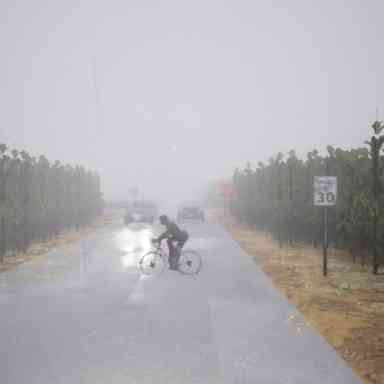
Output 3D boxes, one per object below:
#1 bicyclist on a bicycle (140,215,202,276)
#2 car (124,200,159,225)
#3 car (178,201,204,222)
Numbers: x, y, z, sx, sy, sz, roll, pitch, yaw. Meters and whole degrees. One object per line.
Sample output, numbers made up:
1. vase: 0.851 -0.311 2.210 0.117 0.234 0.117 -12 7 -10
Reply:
1. bicyclist on a bicycle: -0.568 1.430 8.776 1.656 1.620 0.582 -2 0 0
2. car: -3.302 1.339 22.416 2.128 1.511 4.902 0 0 0
3. car: -0.074 1.358 24.208 1.812 1.442 4.674 0 0 0
